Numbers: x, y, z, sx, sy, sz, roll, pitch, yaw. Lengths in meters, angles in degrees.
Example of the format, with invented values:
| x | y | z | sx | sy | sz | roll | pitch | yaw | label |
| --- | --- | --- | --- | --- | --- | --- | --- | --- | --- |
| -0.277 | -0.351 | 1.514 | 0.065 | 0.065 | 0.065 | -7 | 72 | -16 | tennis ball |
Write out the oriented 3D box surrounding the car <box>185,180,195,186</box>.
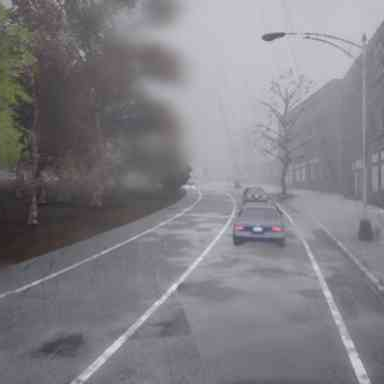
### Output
| x | y | z | sx | sy | sz | roll | pitch | yaw | label |
| --- | --- | --- | --- | --- | --- | --- | --- | --- | --- |
| -0.694 | -2.010 | 69.335 | 1.895 | 1.301 | 4.718 | 1 | 3 | -12 | car |

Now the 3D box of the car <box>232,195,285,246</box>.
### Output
| x | y | z | sx | sy | sz | roll | pitch | yaw | label |
| --- | --- | --- | --- | --- | --- | --- | --- | --- | --- |
| 2.674 | 1.100 | 13.100 | 2.033 | 1.411 | 5.357 | 0 | 3 | 13 | car |

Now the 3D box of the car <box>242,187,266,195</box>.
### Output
| x | y | z | sx | sy | sz | roll | pitch | yaw | label |
| --- | --- | --- | --- | --- | --- | --- | --- | --- | --- |
| 5.250 | 0.266 | 28.110 | 2.033 | 1.411 | 5.357 | 1 | 3 | 6 | car |
